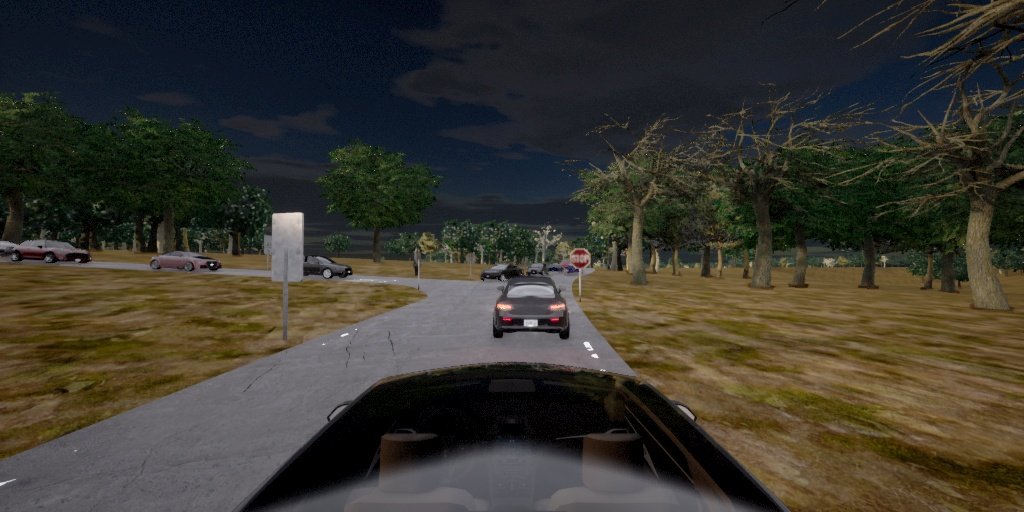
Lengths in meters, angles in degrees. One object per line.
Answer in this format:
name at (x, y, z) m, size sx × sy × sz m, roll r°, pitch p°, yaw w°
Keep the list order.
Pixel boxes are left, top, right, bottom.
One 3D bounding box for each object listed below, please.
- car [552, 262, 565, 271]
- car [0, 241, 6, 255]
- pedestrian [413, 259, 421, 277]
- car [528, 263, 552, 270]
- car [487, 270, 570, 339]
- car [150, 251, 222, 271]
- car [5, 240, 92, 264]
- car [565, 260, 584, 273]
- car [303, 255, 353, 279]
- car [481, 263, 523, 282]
car at (6.425, 1.858, 53.350) m, size 1.895 × 1.301 × 4.718 m, roll 0°, pitch -1°, yaw 17°
car at (-45.551, -0.596, 31.573) m, size 4.674 × 1.442 × 1.812 m, roll 2°, pitch -1°, yaw 7°
pedestrian at (-8.022, 0.850, 30.159) m, size 0.375 × 1.860 × 0.375 m, roll 0°, pitch -4°, yaw 7°
car at (3.097, 1.576, 42.238) m, size 1.837 × 1.490 × 4.892 m, roll 0°, pitch 0°, yaw 16°
car at (0.538, 1.281, 10.018) m, size 1.812 × 1.442 × 4.674 m, roll 0°, pitch 0°, yaw 3°
car at (-23.214, 0.351, 25.610) m, size 4.181 × 1.385 × 1.994 m, roll 2°, pitch -1°, yaw 7°
car at (-34.543, -0.354, 27.024) m, size 4.553 × 1.767 × 2.097 m, roll 2°, pitch -1°, yaw 7°
car at (9.277, 1.701, 51.700) m, size 1.882 × 1.535 × 5.008 m, roll 0°, pitch -1°, yaw 16°
car at (-13.322, 0.717, 24.386) m, size 4.892 × 1.490 × 1.837 m, roll 3°, pitch -1°, yaw 8°
car at (-0.761, 1.383, 30.764) m, size 1.882 × 1.535 × 5.008 m, roll 0°, pitch -1°, yaw 28°
